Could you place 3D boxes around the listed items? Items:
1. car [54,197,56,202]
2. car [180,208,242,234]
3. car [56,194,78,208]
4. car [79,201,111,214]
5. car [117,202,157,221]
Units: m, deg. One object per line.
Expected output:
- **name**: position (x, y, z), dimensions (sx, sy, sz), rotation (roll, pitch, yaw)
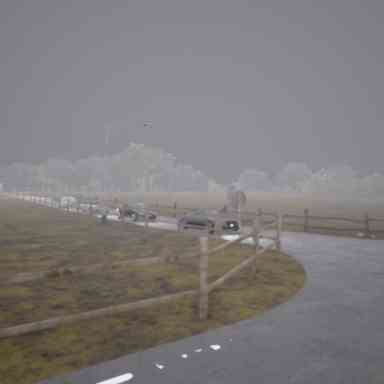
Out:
- **car**: position (-22.426, 1.136, 57.902), dimensions (2.033, 1.411, 5.357), rotation (2, 0, -37)
- **car**: position (1.065, 1.693, 20.120), dimensions (1.994, 1.385, 4.181), rotation (2, -1, -35)
- **car**: position (-16.339, 1.382, 44.425), dimensions (1.812, 1.442, 4.674), rotation (2, 0, -35)
- **car**: position (-10.454, 1.631, 36.158), dimensions (1.895, 1.301, 4.718), rotation (2, -1, -35)
- **car**: position (-4.714, 1.625, 28.177), dimensions (1.837, 1.490, 4.892), rotation (2, -1, -36)
